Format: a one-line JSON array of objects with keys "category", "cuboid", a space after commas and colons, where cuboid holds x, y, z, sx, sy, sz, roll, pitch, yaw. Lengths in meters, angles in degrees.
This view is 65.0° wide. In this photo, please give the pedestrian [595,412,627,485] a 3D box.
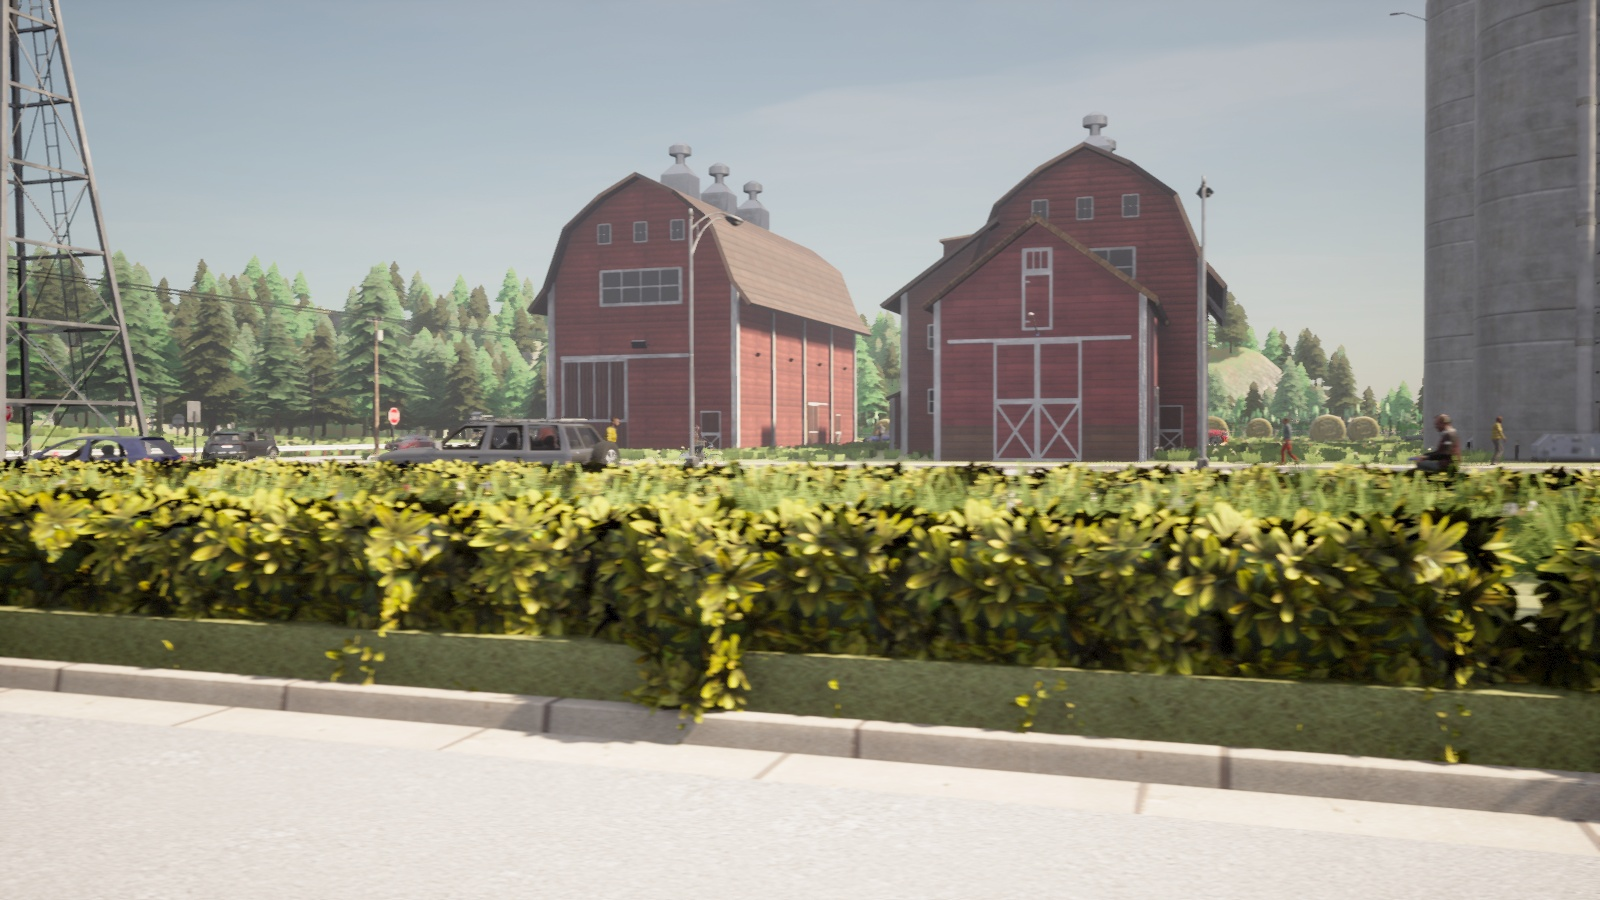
[{"category": "pedestrian", "cuboid": [-4.824, -0.050, 32.056, 0.709, 1.840, 0.431, 0, 1, 11]}]

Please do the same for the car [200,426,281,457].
[{"category": "car", "cuboid": [-30.705, -0.497, 69.078, 1.851, 1.617, 3.988, 1, 1, 19]}]

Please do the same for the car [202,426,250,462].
[{"category": "car", "cuboid": [-28.134, -0.334, 61.475, 2.033, 1.649, 4.856, -1, 1, -25]}]

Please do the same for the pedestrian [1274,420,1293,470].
[{"category": "pedestrian", "cuboid": [17.903, -0.195, 46.495, 0.614, 1.847, 0.353, 1, 1, 18]}]

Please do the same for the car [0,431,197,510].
[{"category": "car", "cuboid": [-14.412, 0.381, 25.315, 3.633, 1.501, 1.845, 0, 1, 3]}]

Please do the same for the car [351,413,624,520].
[{"category": "car", "cuboid": [-5.786, 0.248, 23.358, 4.605, 1.855, 1.932, 1, 1, 18]}]

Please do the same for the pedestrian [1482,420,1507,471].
[{"category": "pedestrian", "cuboid": [25.312, -0.156, 45.751, 0.726, 1.835, 0.370, 1, 1, 19]}]

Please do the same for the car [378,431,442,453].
[{"category": "car", "cuboid": [-25.827, -0.541, 83.326, 1.994, 1.385, 4.181, 1, 1, 19]}]
